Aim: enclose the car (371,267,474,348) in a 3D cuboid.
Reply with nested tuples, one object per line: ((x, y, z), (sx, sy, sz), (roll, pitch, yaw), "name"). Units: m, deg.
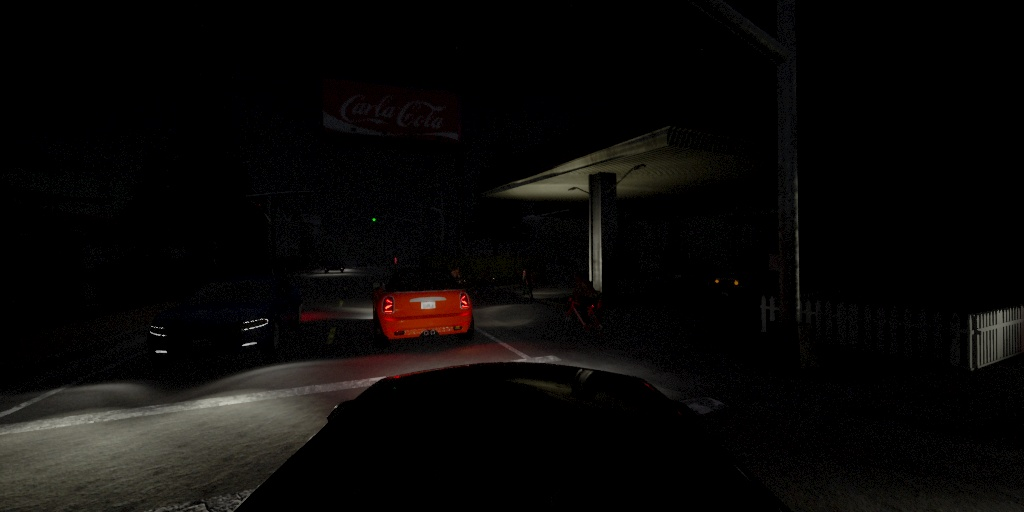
((-2.539, 1.056, 9.447), (2.097, 1.767, 4.553), (-1, 0, -22), "car")

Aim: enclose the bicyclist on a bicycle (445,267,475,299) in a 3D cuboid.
((-2.617, 1.316, 16.374), (1.656, 1.620, 0.582), (1, 0, 37), "bicyclist on a bicycle")

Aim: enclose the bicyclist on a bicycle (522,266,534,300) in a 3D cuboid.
((0.800, 1.330, 17.870), (0.582, 1.620, 1.656), (-1, 0, 16), "bicyclist on a bicycle")

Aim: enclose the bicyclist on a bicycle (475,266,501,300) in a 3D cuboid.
((-1.309, 1.342, 17.756), (1.656, 1.620, 0.582), (0, 0, -21), "bicyclist on a bicycle")

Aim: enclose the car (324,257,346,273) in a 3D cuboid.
((-23.680, 1.201, 47.821), (2.150, 2.045, 5.566), (-1, 0, -25), "car")

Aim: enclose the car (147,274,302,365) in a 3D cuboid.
((-6.253, 1.216, 8.379), (1.882, 1.535, 5.008), (-1, 0, -23), "car")

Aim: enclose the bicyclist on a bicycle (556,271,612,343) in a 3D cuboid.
((1.709, 1.199, 8.660), (0.582, 1.620, 1.656), (3, -2, -42), "bicyclist on a bicycle")
